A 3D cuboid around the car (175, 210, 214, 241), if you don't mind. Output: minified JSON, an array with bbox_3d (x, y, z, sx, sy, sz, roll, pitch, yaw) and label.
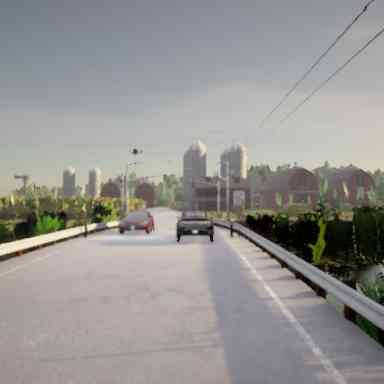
[{"bbox_3d":[0.140,1.701,17.726,2.128,1.511,4.902,0,-2,0],"label":"car"}]

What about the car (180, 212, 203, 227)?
[{"bbox_3d":[-0.136,2.608,31.539,1.994,1.385,4.181,0,-5,-2],"label":"car"}]

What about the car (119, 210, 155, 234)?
[{"bbox_3d":[-3.456,1.912,21.643,1.812,1.442,4.674,0,-3,0],"label":"car"}]
